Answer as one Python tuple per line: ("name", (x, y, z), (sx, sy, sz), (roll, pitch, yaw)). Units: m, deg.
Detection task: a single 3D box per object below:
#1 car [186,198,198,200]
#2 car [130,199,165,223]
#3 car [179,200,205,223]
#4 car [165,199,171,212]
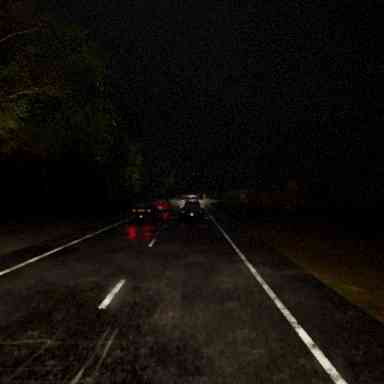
("car", (0.038, 1.481, 38.744), (2.128, 1.511, 4.902), (0, 0, 1))
("car", (-3.496, 1.487, 25.357), (2.128, 1.511, 4.902), (0, 0, 0))
("car", (0.007, 1.559, 25.813), (1.994, 1.385, 4.181), (0, 0, 0))
("car", (-3.457, 1.514, 39.209), (1.812, 1.442, 4.674), (0, 0, 1))
